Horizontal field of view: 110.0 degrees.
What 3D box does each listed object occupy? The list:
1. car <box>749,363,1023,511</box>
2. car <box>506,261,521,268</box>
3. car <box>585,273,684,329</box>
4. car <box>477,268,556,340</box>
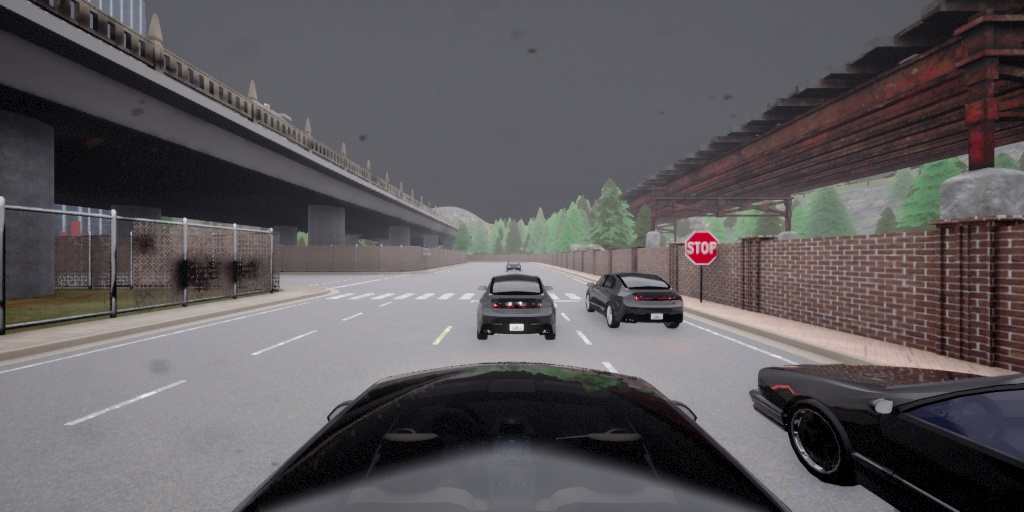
[{"bbox_3d":[3.600,1.297,1.570,2.033,1.411,5.357,0,0,0],"label":"car"},{"bbox_3d":[0.212,1.351,46.249,1.895,1.301,4.718,0,0,-1],"label":"car"},{"bbox_3d":[3.606,1.255,11.316,1.837,1.490,4.892,0,0,0],"label":"car"},{"bbox_3d":[0.104,1.255,9.959,1.837,1.490,4.892,0,0,0],"label":"car"}]
